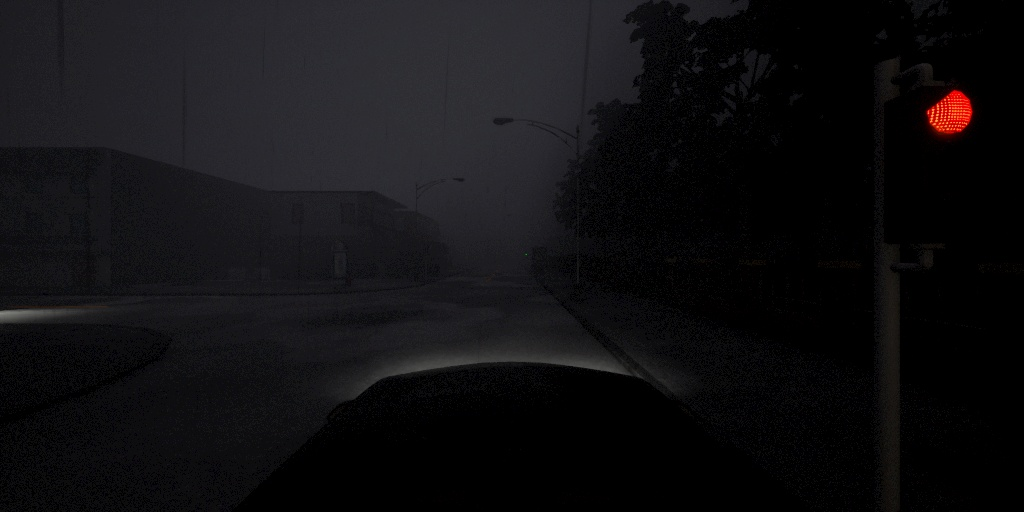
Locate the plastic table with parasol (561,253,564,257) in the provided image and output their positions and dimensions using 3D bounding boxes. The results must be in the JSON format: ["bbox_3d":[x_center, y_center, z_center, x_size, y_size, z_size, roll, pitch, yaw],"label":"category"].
[{"bbox_3d":[10.723,0.705,62.374,2.482,2.480,2.482,0,0,-40],"label":"plastic table with parasol"}]

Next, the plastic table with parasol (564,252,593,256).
[{"bbox_3d":[10.007,0.684,53.933,2.482,2.480,2.482,0,0,-40],"label":"plastic table with parasol"}]

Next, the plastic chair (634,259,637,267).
[{"bbox_3d":[18.680,1.161,54.638,0.750,1.272,0.730,0,0,-39],"label":"plastic chair"}]

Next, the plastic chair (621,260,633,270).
[{"bbox_3d":[16.056,1.296,50.192,0.750,1.272,0.730,0,0,-40],"label":"plastic chair"}]

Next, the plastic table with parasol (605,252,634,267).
[{"bbox_3d":[15.324,0.694,51.191,2.482,2.480,2.482,0,0,-40],"label":"plastic table with parasol"}]

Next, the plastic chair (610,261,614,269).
[{"bbox_3d":[14.350,1.306,50.290,0.730,1.272,0.750,0,0,-35],"label":"plastic chair"}]

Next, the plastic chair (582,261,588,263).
[{"bbox_3d":[10.738,1.310,52.936,0.750,1.272,0.730,0,0,-40],"label":"plastic chair"}]

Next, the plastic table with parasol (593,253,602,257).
[{"bbox_3d":[14.707,0.673,59.405,2.482,2.480,2.482,0,0,-42],"label":"plastic table with parasol"}]

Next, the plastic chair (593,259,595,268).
[{"bbox_3d":[13.755,1.304,58.518,0.730,1.272,0.750,0,0,-35],"label":"plastic chair"}]
